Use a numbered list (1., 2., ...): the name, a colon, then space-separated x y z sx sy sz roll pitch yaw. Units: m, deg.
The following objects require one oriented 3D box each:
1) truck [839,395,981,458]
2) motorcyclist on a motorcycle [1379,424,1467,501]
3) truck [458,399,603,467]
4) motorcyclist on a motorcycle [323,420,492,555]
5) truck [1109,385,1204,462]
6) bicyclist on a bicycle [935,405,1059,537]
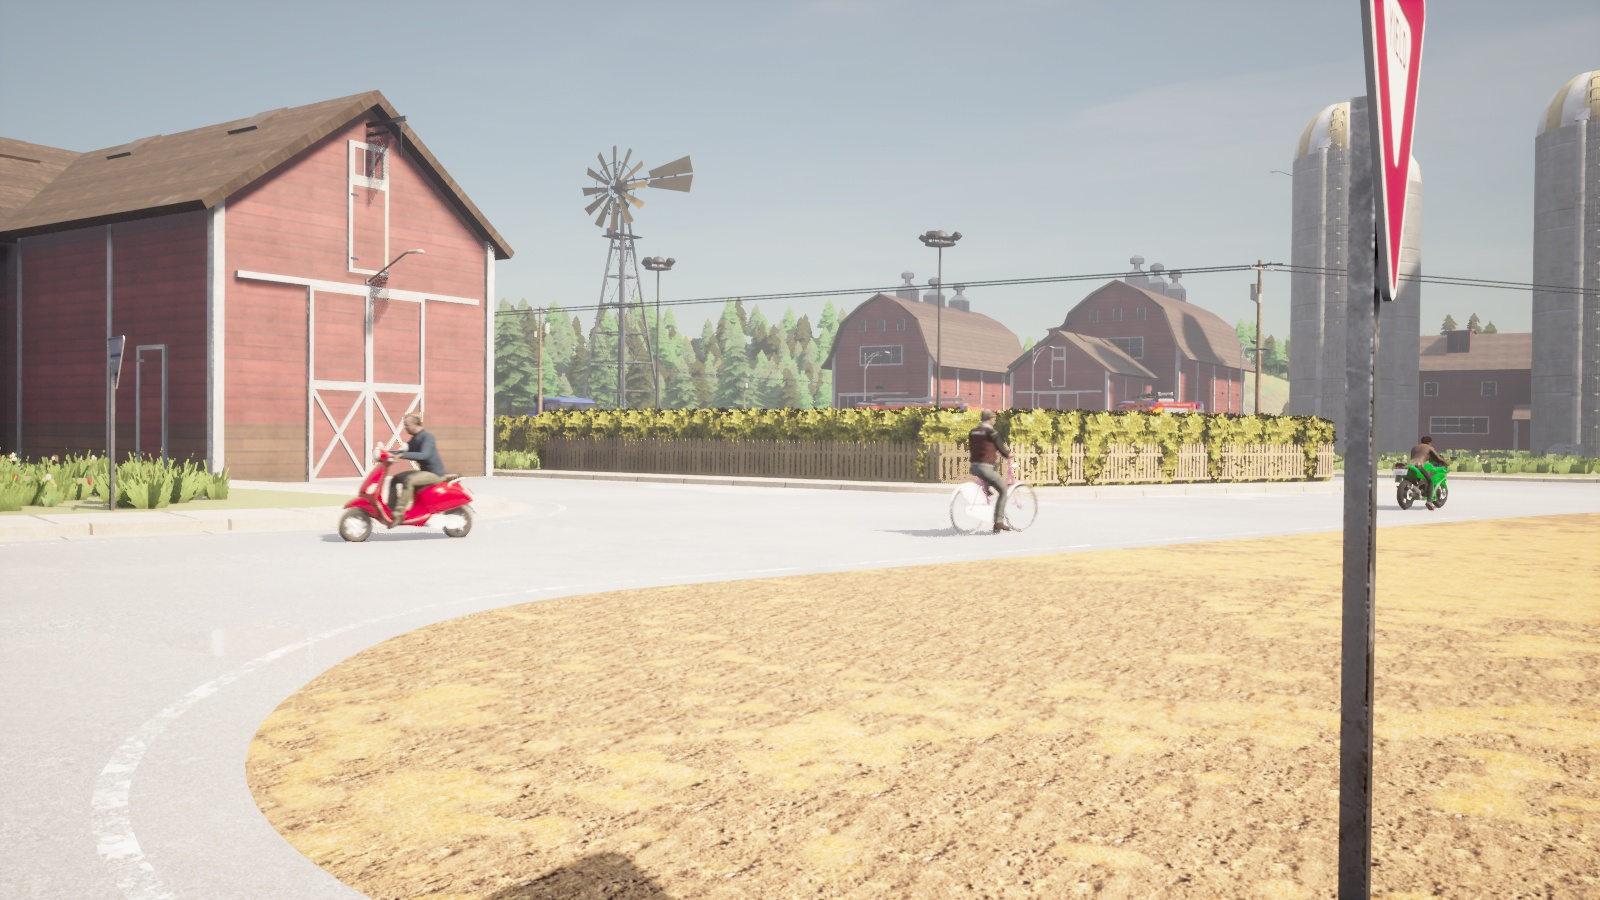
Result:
1. truck: 6.836 -1.431 78.766 8.468 3.827 2.891 0 1 33
2. motorcyclist on a motorcycle: 12.862 0.233 25.914 2.044 1.523 0.797 -1 1 -37
3. truck: -14.611 -0.905 67.892 7.936 3.462 2.891 0 1 33
4. motorcyclist on a motorcycle: -4.897 0.432 15.728 1.817 1.590 0.866 -1 1 -40
5. truck: 18.877 -1.381 67.107 2.891 3.827 8.468 0 1 2
6. bicyclist on a bicycle: 2.790 0.269 17.671 1.843 1.776 0.659 -1 1 -40
